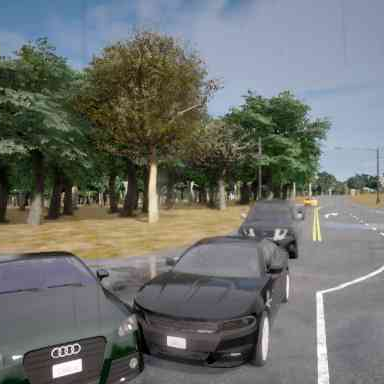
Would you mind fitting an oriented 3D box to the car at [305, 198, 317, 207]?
[{"bbox_3d":[19.488,1.701,54.900,1.882,1.535,5.008,-1,0,26],"label":"car"}]

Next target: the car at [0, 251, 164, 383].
[{"bbox_3d":[-2.328,1.643,5.014,1.994,1.385,4.181,2,-2,-33],"label":"car"}]

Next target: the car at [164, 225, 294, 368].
[{"bbox_3d":[0.714,1.613,6.320,1.882,1.535,5.008,-1,-2,21],"label":"car"}]

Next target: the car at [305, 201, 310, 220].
[{"bbox_3d":[9.477,1.800,30.411,1.895,1.301,4.718,-1,0,20],"label":"car"}]

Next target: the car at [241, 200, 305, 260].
[{"bbox_3d":[3.436,1.430,14.093,2.150,2.045,5.566,-1,0,20],"label":"car"}]
